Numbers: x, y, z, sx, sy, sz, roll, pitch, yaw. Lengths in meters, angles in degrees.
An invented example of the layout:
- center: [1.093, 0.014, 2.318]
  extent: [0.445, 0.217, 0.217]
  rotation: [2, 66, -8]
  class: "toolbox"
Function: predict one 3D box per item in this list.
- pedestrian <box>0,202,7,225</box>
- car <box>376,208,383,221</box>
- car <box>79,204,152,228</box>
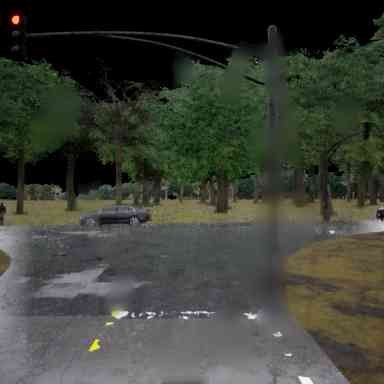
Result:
- center: [-15.238, 1.717, 26.772]
  extent: [0.375, 1.860, 0.375]
  rotation: [0, -1, 0]
  class: "pedestrian"
- center: [15.399, 1.263, 23.000]
  extent: [5.008, 1.535, 1.882]
  rotation: [-1, -2, -1]
  class: "car"
- center: [-5.231, 1.642, 22.911]
  extent: [4.892, 1.490, 1.837]
  rotation: [-1, -2, 0]
  class: "car"
